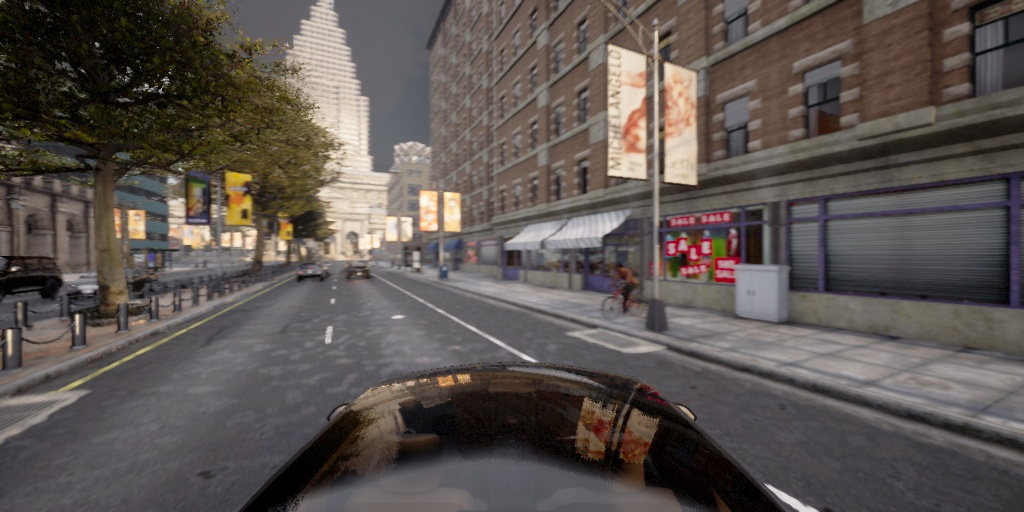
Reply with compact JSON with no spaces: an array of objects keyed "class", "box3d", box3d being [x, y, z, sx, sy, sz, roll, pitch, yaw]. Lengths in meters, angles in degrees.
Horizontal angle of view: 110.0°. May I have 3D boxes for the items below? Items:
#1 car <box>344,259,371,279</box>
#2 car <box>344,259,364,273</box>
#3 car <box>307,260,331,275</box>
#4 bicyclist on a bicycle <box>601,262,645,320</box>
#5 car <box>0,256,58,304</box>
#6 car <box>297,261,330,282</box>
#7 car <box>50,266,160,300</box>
[{"class":"car","box3d":[-13.687,1.196,31.903,1.837,1.490,4.892,0,1,-25]},{"class":"car","box3d":[-19.591,1.158,44.244,2.128,1.511,4.902,0,0,-25]},{"class":"car","box3d":[-21.630,1.237,40.343,2.033,1.411,5.357,0,0,-25]},{"class":"bicyclist on a bicycle","box3d":[3.202,1.004,10.254,1.656,1.620,0.582,-1,0,-26]},{"class":"car","box3d":[-22.597,1.012,15.617,2.150,2.045,5.566,0,0,-26]},{"class":"car","box3d":[-16.209,1.259,29.064,2.033,1.411,5.357,0,0,-26]},{"class":"car","box3d":[-19.777,1.297,18.038,2.128,1.511,4.902,0,0,-26]}]
